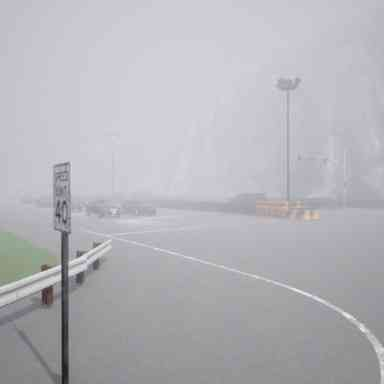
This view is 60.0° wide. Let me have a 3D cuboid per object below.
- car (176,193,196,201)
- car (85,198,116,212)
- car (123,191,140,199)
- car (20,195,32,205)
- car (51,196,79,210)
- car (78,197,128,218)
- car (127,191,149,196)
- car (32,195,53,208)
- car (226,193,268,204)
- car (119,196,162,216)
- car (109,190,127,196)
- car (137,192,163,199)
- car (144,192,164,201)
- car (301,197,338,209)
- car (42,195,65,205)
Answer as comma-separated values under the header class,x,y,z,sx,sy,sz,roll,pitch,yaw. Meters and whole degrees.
class,x,y,z,sx,sy,sz,roll,pitch,yaw
car,-1.214,1.030,66.808,2.097,1.767,4.553,0,1,-38
car,-10.708,1.449,38.857,1.994,1.385,4.181,0,0,-38
car,-14.086,0.741,77.416,2.097,1.767,4.553,0,1,-38
car,-25.715,1.213,52.424,1.812,1.442,4.674,0,1,-37
car,-13.770,1.491,37.093,1.895,1.301,4.718,0,0,-38
car,-8.044,1.424,29.816,2.128,1.511,4.902,0,0,-38
car,-10.379,0.831,67.162,2.150,2.045,5.566,0,1,-38
car,-19.485,1.318,44.406,1.837,1.490,4.892,0,1,-38
car,6.503,1.120,39.942,2.150,2.045,5.566,0,0,-38
car,-5.229,1.430,31.898,1.837,1.490,4.892,0,0,-38
car,-16.870,0.661,75.295,2.150,2.045,5.566,0,1,-38
car,-6.992,1.256,57.150,1.837,1.490,4.892,0,1,-38
car,-7.921,0.951,69.536,2.097,1.767,4.553,0,1,-38
car,16.754,1.391,43.915,2.128,1.511,4.902,0,0,-38
car,-22.497,1.237,53.983,2.033,1.411,5.357,0,1,-38
